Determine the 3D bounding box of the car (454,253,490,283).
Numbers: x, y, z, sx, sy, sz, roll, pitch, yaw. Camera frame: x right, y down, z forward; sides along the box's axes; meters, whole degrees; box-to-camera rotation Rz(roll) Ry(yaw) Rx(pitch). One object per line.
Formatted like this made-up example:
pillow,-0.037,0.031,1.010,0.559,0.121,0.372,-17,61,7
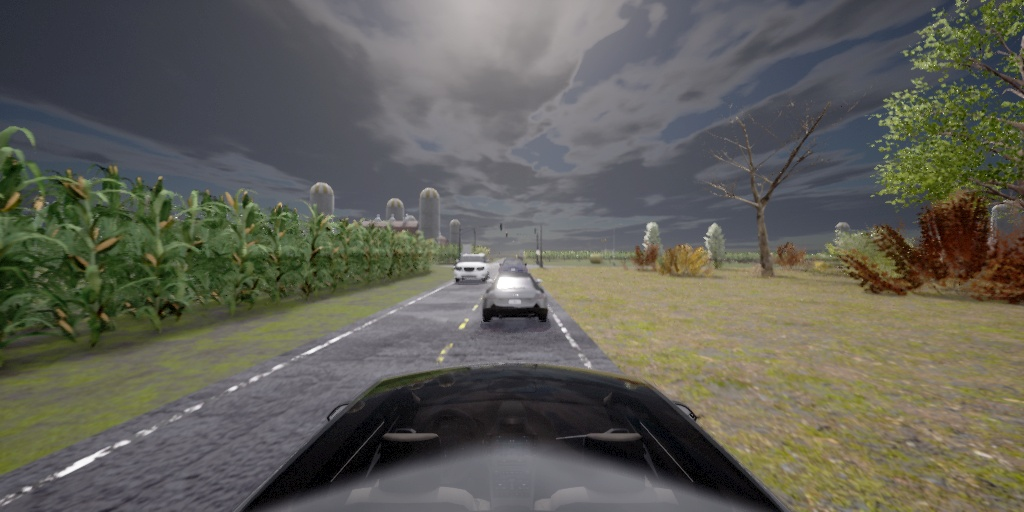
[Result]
car,-2.848,0.831,26.561,2.150,2.045,5.566,0,0,0

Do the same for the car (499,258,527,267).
car,0.084,0.958,27.100,2.097,1.767,4.553,0,0,0

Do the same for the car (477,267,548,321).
car,0.089,1.253,12.139,1.994,1.385,4.181,0,0,0
